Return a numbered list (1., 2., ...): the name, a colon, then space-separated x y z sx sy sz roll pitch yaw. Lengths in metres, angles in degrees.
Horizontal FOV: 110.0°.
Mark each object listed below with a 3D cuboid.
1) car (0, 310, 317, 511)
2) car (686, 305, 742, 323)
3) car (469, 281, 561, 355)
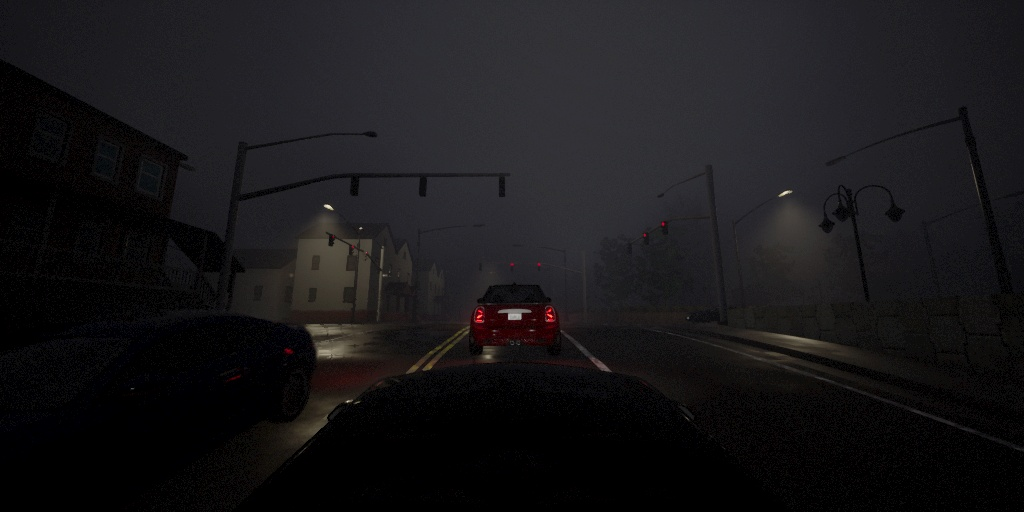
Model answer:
1. car: -3.597 1.286 3.186 1.812 1.442 4.674 0 -1 0
2. car: 16.323 4.619 28.249 4.902 1.511 2.128 0 -10 1
3. car: 0.065 1.563 10.028 2.097 1.767 4.553 -1 -6 0
